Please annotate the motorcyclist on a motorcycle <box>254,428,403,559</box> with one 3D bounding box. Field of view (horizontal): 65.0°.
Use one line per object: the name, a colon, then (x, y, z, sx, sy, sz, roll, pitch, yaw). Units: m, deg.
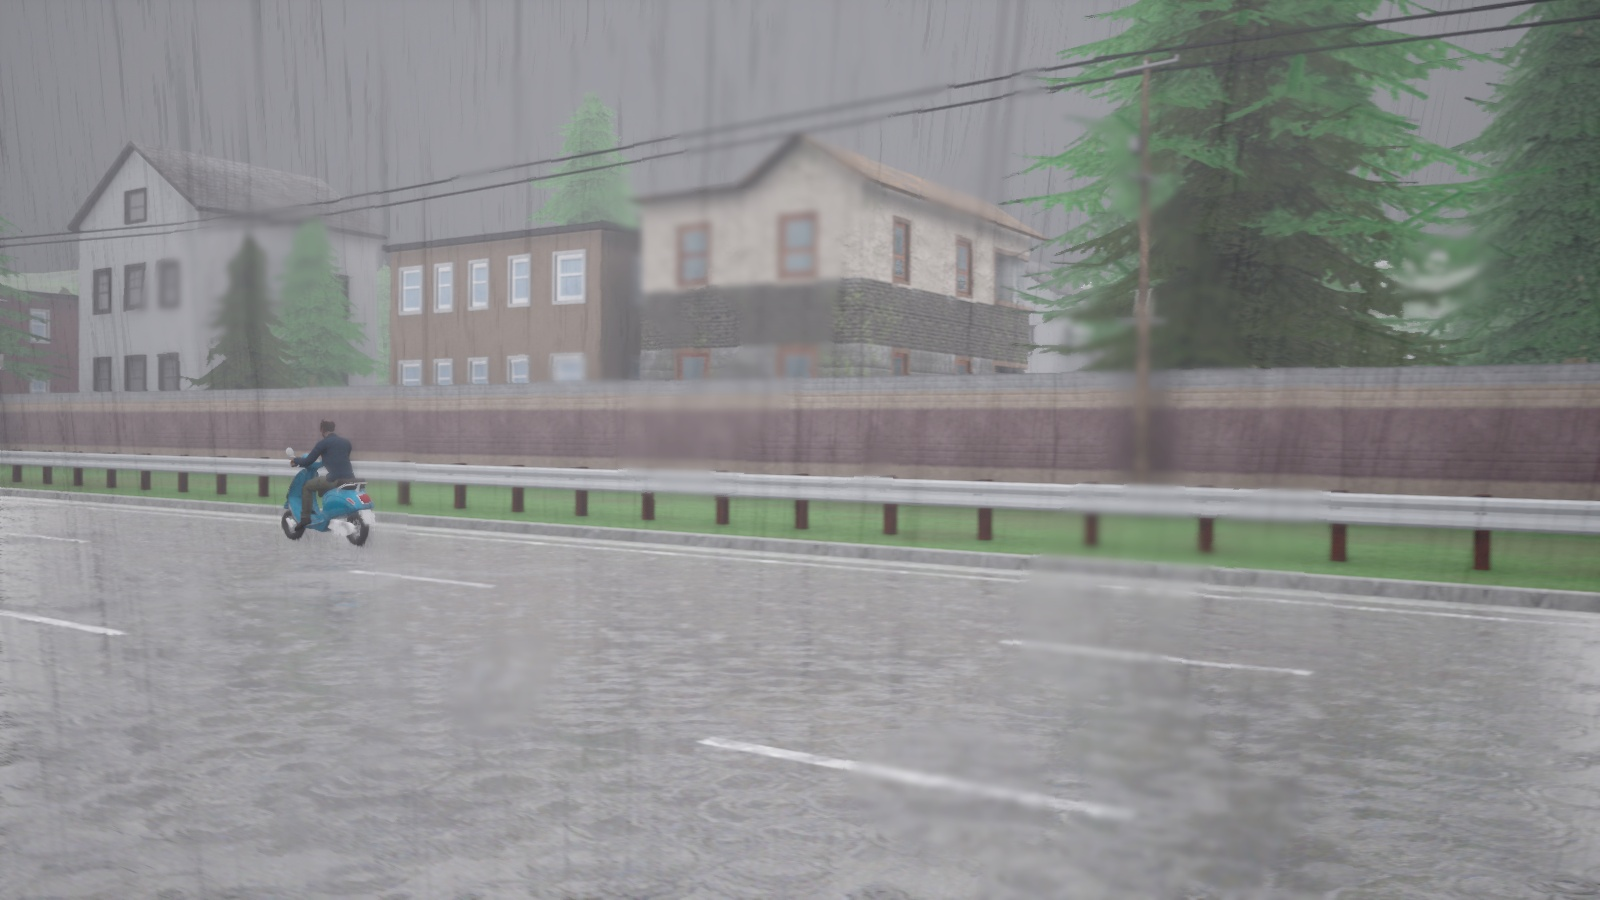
motorcyclist on a motorcycle: (-6.023, 0.521, 16.028, 1.817, 1.590, 0.866, 0, 1, 34)
